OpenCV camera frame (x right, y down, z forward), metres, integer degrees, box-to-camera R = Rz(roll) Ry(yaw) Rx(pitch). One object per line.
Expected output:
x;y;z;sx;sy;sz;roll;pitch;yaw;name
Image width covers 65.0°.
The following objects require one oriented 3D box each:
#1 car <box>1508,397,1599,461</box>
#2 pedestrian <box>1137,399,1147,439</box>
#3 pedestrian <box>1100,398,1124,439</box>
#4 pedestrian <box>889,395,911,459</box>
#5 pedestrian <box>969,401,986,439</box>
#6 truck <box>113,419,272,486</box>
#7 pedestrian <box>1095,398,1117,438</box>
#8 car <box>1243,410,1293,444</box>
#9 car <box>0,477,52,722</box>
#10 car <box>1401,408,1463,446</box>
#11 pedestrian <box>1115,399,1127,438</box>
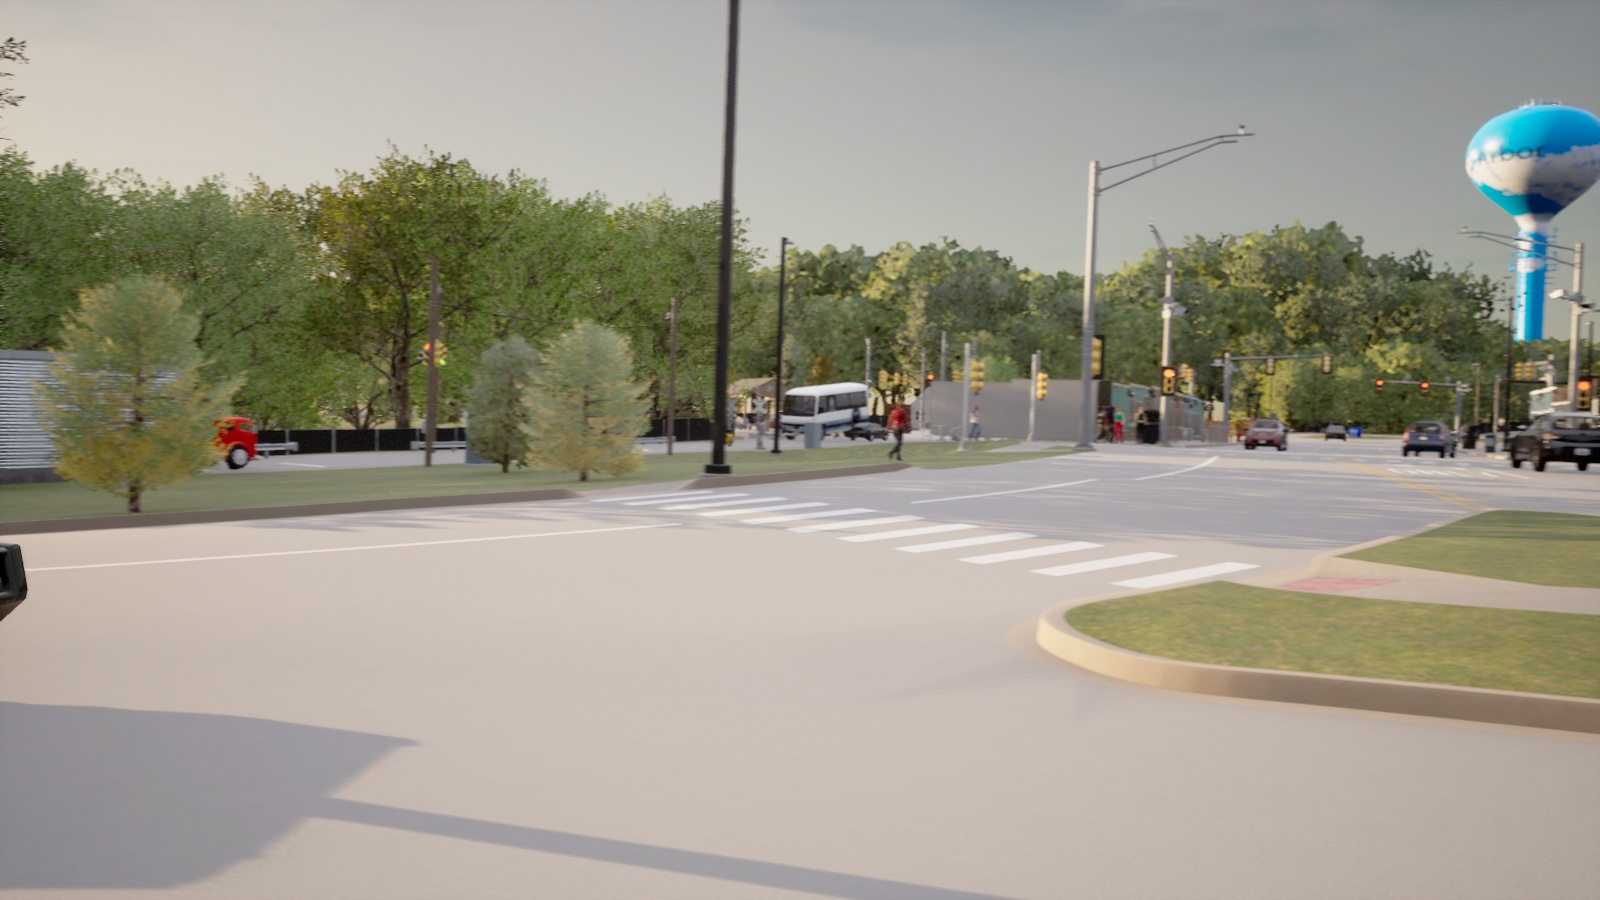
19.098;-0.544;31.315;1.816;1.474;4.193;1;2;20;car
16.155;-1.463;59.280;0.345;1.836;0.594;1;1;10;pedestrian
14.308;-1.455;57.602;0.899;1.844;0.634;2;1;24;pedestrian
2.918;-0.668;36.547;0.331;1.846;0.636;2;1;36;pedestrian
8.571;-1.468;60.721;0.706;1.836;0.354;2;1;25;pedestrian
-24.587;0.016;51.033;2.627;2.467;5.204;2;3;30;truck
14.570;-1.505;59.823;0.849;1.883;0.563;1;1;-5;pedestrian
22.197;-1.092;59.443;1.845;1.501;3.633;2;1;26;car
-6.680;0.851;6.291;4.718;1.301;1.895;-1;1;0;car
28.002;-1.026;55.564;1.851;1.617;3.988;2;2;35;car
15.422;-1.512;60.317;0.345;1.836;0.594;2;1;36;pedestrian
